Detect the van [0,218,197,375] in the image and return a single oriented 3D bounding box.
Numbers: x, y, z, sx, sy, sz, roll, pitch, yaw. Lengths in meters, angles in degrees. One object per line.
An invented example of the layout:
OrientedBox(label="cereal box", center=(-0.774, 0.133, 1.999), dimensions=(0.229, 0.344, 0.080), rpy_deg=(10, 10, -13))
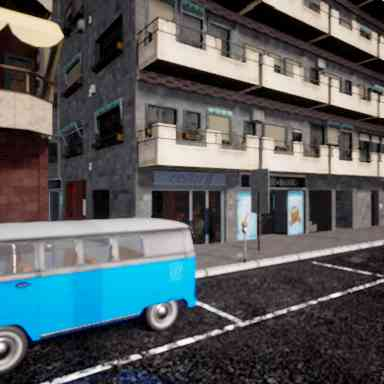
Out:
OrientedBox(label="van", center=(-1.820, 1.351, 5.273), dimensions=(3.998, 1.788, 1.690), rpy_deg=(0, -1, -36))
